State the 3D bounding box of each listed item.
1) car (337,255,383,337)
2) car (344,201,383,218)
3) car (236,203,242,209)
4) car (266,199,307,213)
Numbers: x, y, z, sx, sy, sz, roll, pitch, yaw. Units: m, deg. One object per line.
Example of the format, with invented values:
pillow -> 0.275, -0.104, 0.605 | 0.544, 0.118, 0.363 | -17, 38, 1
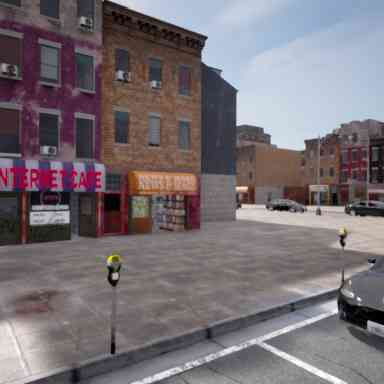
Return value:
car -> 4.409, 1.566, 5.943 | 4.313, 1.339, 1.947 | 0, 0, -35
car -> 15.843, 1.538, 28.975 | 1.837, 1.490, 4.892 | 1, 0, -35
car -> 4.360, 1.621, 45.151 | 2.033, 1.411, 5.357 | 1, 0, -36
car -> 10.359, 1.544, 36.706 | 2.128, 1.511, 4.902 | 1, 0, -35
